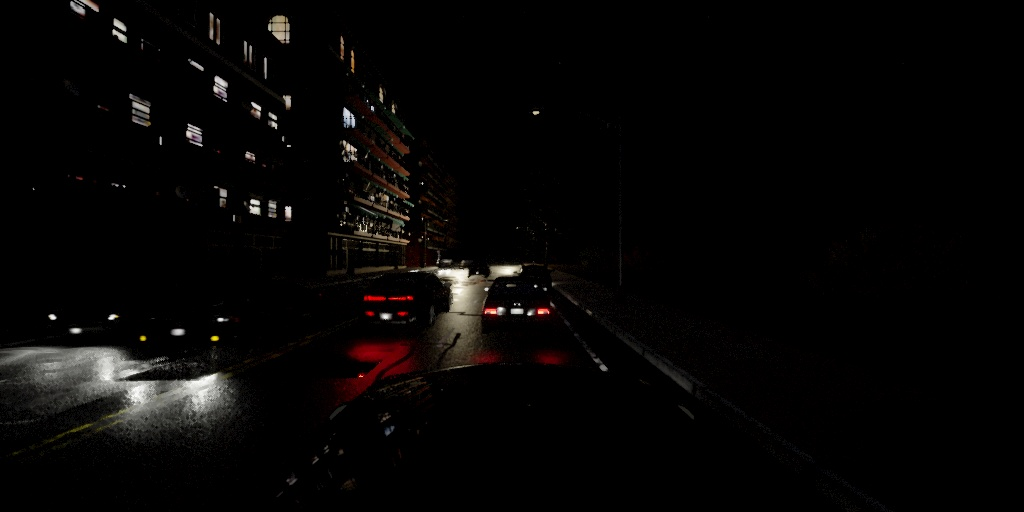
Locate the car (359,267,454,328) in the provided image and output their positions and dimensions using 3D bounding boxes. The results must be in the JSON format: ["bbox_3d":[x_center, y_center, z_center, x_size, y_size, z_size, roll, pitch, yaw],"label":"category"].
[{"bbox_3d":[-3.136,1.255,11.341,1.837,1.490,4.892,0,0,0],"label":"car"}]

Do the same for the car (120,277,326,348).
[{"bbox_3d":[-6.587,1.315,9.065,1.994,1.385,4.181,0,0,0],"label":"car"}]

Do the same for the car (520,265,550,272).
[{"bbox_3d":[1.169,1.257,20.296,1.837,1.490,4.892,0,0,0],"label":"car"}]

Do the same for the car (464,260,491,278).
[{"bbox_3d":[-3.093,1.255,34.385,1.837,1.490,4.892,0,0,0],"label":"car"}]

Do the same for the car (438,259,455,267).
[{"bbox_3d":[-9.752,1.240,53.346,2.128,1.511,4.902,0,0,0],"label":"car"}]

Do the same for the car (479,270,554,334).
[{"bbox_3d":[0.116,1.298,10.607,2.033,1.411,5.357,0,0,0],"label":"car"}]

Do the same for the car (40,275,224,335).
[{"bbox_3d":[-9.835,1.298,10.741,2.033,1.411,5.357,0,0,0],"label":"car"}]

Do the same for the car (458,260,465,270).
[{"bbox_3d":[-6.508,1.296,52.086,2.033,1.411,5.357,0,0,0],"label":"car"}]
